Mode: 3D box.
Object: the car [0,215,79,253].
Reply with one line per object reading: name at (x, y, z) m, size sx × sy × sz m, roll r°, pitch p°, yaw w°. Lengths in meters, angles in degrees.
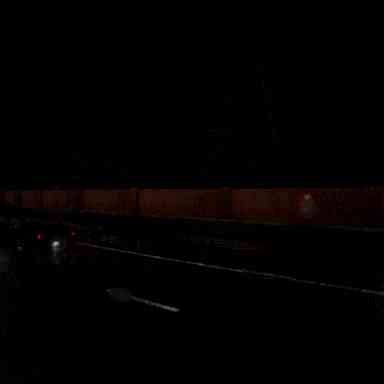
car at (-6.707, 1.614, 13.733) m, size 4.718 × 1.301 × 1.895 m, roll 0°, pitch 0°, yaw 41°
